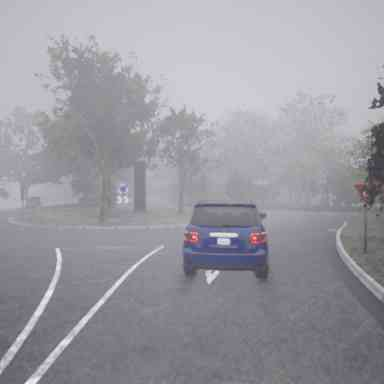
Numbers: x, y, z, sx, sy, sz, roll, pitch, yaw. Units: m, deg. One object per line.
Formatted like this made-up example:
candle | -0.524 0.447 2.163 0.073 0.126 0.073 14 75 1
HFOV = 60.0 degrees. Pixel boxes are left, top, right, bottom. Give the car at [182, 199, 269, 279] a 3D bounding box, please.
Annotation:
car | 1.112 1.220 10.247 2.150 2.045 5.566 0 0 8

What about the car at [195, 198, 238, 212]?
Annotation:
car | 2.890 1.546 39.335 4.892 1.490 1.837 0 -2 40
